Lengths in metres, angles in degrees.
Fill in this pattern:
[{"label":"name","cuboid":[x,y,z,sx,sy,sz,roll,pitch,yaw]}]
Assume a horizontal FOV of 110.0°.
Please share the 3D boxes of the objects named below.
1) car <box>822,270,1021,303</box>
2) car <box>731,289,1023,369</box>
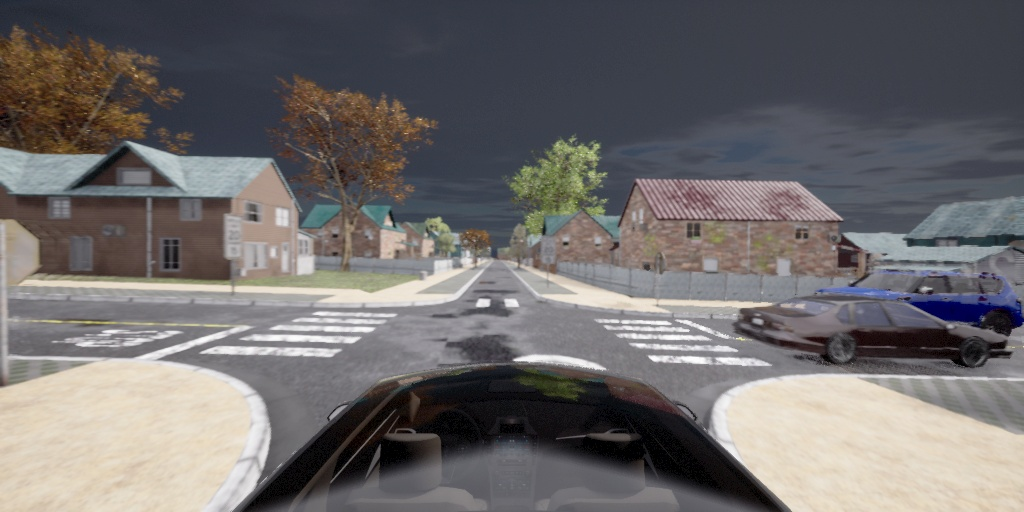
[{"label":"car","cuboid":[12.776,1.468,11.549,5.566,2.045,2.150,2,1,-3]},{"label":"car","cuboid":[8.238,1.664,8.492,5.357,1.411,2.033,2,1,-3]}]
